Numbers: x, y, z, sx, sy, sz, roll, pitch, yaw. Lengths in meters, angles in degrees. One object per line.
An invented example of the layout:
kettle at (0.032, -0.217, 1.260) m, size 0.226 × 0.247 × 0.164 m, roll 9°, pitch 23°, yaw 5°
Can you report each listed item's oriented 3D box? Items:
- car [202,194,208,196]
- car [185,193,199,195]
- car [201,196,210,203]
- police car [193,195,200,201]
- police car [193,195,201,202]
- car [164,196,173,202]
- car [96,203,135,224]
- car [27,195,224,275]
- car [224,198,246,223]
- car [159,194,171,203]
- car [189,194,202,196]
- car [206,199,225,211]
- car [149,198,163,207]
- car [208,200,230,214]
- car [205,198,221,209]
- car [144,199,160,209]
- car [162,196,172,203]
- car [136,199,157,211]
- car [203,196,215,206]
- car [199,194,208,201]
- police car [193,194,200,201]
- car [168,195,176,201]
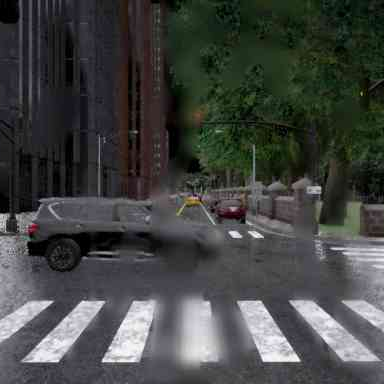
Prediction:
car at (2.917, 1.481, 52.529) m, size 1.967 × 1.590 × 4.097 m, roll 0°, pitch 0°, yaw 0°
car at (0.192, 1.277, 65.406) m, size 2.150 × 2.045 × 5.566 m, roll 0°, pitch 0°, yaw 0°
car at (2.981, 1.592, 74.524) m, size 1.752 × 1.417 × 4.829 m, roll 0°, pitch 0°, yaw 0°
police car at (1.135, 1.511, 86.018) m, size 1.930 × 1.638 × 5.238 m, roll 0°, pitch 0°, yaw 0°
police car at (1.123, 1.495, 76.018) m, size 1.930 × 1.638 × 5.238 m, roll 0°, pitch 0°, yaw 0°
car at (-5.528, 1.620, 79.832) m, size 1.887 × 1.381 × 4.507 m, roll 0°, pitch 0°, yaw 0°
car at (-5.689, 1.577, 25.262) m, size 1.947 × 1.339 × 4.313 m, roll 0°, pitch 0°, yaw 0°
car at (-1.996, 1.212, 10.108) m, size 5.566 × 2.045 × 2.150 m, roll 1°, pitch 0°, yaw 0°
car at (2.836, 1.326, 25.247) m, size 2.192 × 1.841 × 5.009 m, roll 0°, pitch 0°, yaw 0°
car at (-5.560, 1.375, 68.919) m, size 2.192 × 1.841 × 5.009 m, roll 0°, pitch 0°, yaw 0°
car at (0.212, 1.521, 55.280) m, size 1.882 × 1.535 × 5.008 m, roll 0°, pitch 0°, yaw 0°
car at (2.884, 1.579, 41.615) m, size 2.008 × 1.369 × 4.403 m, roll 0°, pitch 0°, yaw 0°
car at (-5.609, 1.623, 52.547) m, size 1.802 × 1.307 × 4.206 m, roll 0°, pitch 0°, yaw 0°
car at (2.868, 1.588, 36.159) m, size 1.947 × 1.339 × 4.313 m, roll 0°, pitch 0°, yaw 0°
car at (2.900, 1.585, 47.072) m, size 2.008 × 1.369 × 4.403 m, roll 0°, pitch 0°, yaw 0°
car at (-5.625, 1.617, 47.090) m, size 1.802 × 1.307 × 4.206 m, roll 0°, pitch 0°, yaw 0°
car at (-5.544, 1.612, 74.375) m, size 1.887 × 1.381 × 4.507 m, roll 0°, pitch 0°, yaw 0°
car at (-5.641, 1.579, 41.633) m, size 2.008 × 1.369 × 4.403 m, roll 0°, pitch 0°, yaw 0°
car at (2.933, 1.487, 57.985) m, size 1.967 × 1.590 × 4.097 m, roll 0°, pitch 0°, yaw 0°
car at (3.013, 1.399, 85.268) m, size 2.192 × 1.841 × 5.009 m, roll 0°, pitch 0°, yaw 0°
police car at (1.171, 1.521, 92.018) m, size 1.930 × 1.638 × 5.238 m, roll 0°, pitch 0°, yaw 0°
car at (-5.496, 1.533, 90.747) m, size 1.967 × 1.590 × 4.097 m, roll 0°, pitch 0°, yaw 0°
